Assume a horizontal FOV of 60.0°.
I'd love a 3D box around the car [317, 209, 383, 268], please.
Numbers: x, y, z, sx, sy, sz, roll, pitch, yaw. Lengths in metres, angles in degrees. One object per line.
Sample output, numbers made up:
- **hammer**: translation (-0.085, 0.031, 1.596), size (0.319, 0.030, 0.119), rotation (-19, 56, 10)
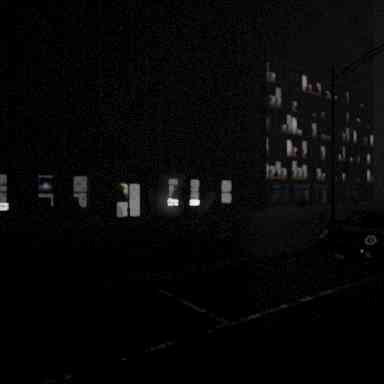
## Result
- **car**: translation (5.879, 1.305, 10.743), size (4.097, 1.590, 1.967), rotation (-1, 1, -35)
